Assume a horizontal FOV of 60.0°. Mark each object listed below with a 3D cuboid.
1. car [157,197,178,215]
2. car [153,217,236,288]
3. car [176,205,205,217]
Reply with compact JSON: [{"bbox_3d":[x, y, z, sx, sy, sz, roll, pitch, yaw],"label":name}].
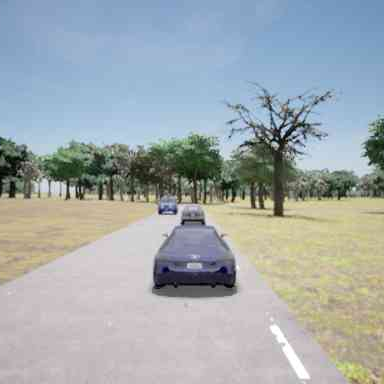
[{"bbox_3d":[-2.849,1.628,39.799,2.150,2.045,5.566,0,-1,0],"label":"car"},{"bbox_3d":[0.071,1.611,9.349,1.994,1.385,4.181,0,0,0],"label":"car"},{"bbox_3d":[0.081,1.778,26.421,2.033,1.411,5.357,0,-1,0],"label":"car"}]
